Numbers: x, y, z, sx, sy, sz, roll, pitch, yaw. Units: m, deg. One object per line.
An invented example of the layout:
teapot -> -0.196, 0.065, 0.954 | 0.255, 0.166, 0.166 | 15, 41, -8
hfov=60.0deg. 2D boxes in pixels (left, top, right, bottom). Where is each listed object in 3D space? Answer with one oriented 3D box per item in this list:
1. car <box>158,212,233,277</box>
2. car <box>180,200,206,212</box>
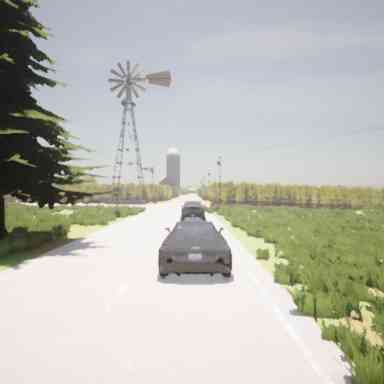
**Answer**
car -> 0.081, 1.543, 10.157 | 1.994, 1.385, 4.181 | 0, 0, 0
car -> 0.081, 1.448, 27.162 | 1.837, 1.490, 4.892 | 0, 0, 0
